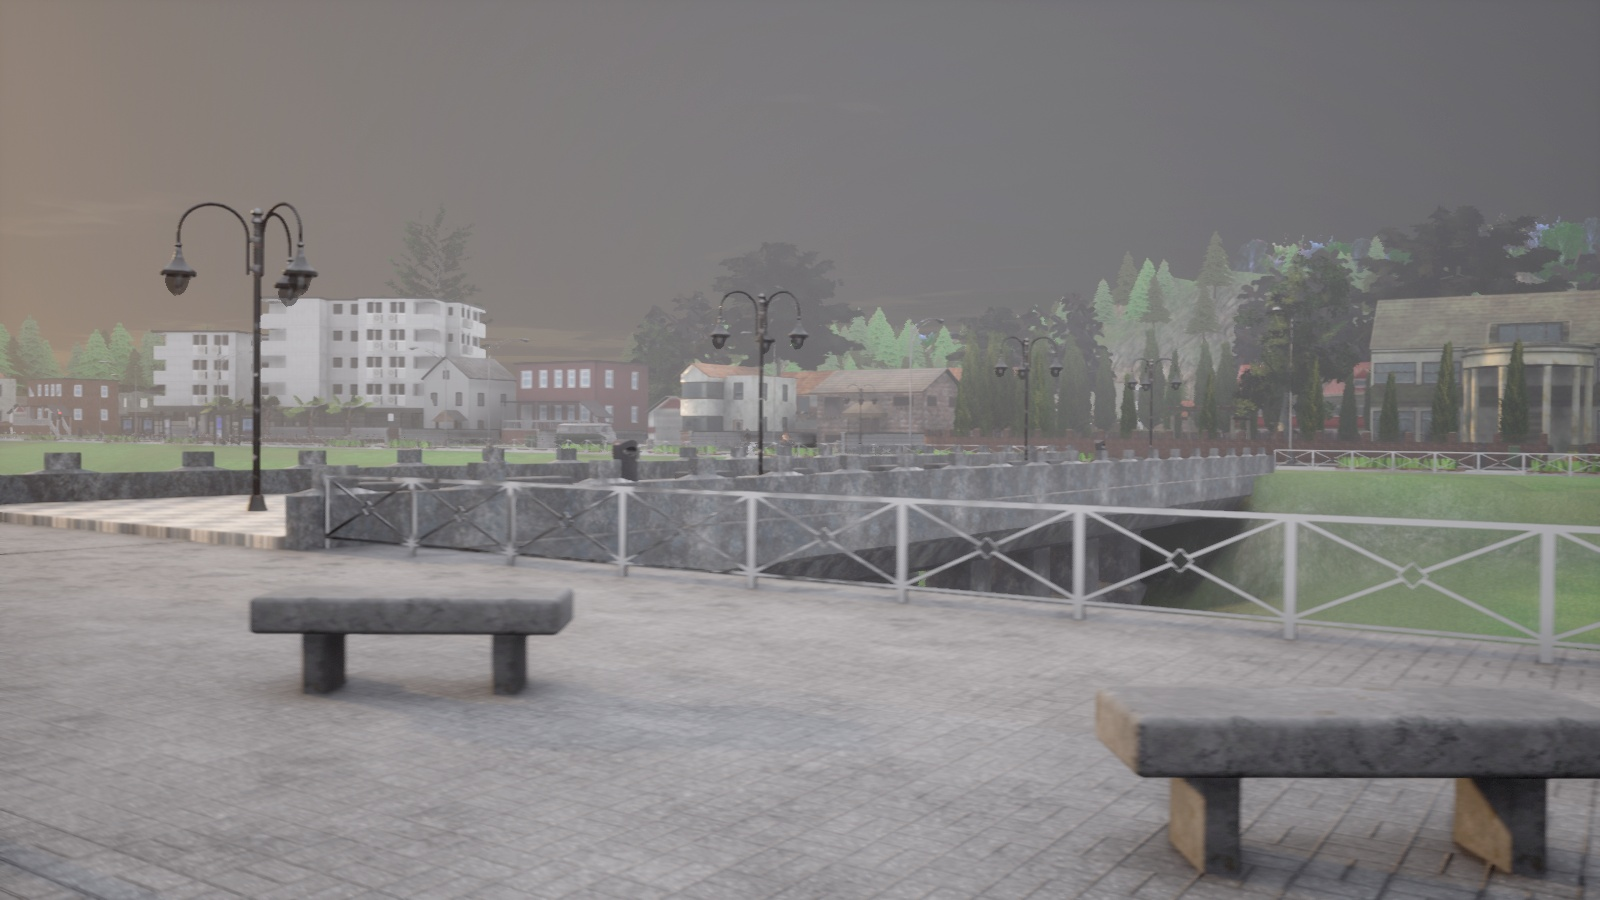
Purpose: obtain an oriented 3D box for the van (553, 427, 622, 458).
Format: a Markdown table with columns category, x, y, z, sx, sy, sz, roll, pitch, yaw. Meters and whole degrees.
| category | x | y | z | sx | sy | sz | roll | pitch | yaw |
| --- | --- | --- | --- | --- | --- | --- | --- | --- | --- |
| van | -14.019 | -0.519 | 82.781 | 4.442 | 1.987 | 1.775 | 0 | 1 | 34 |
